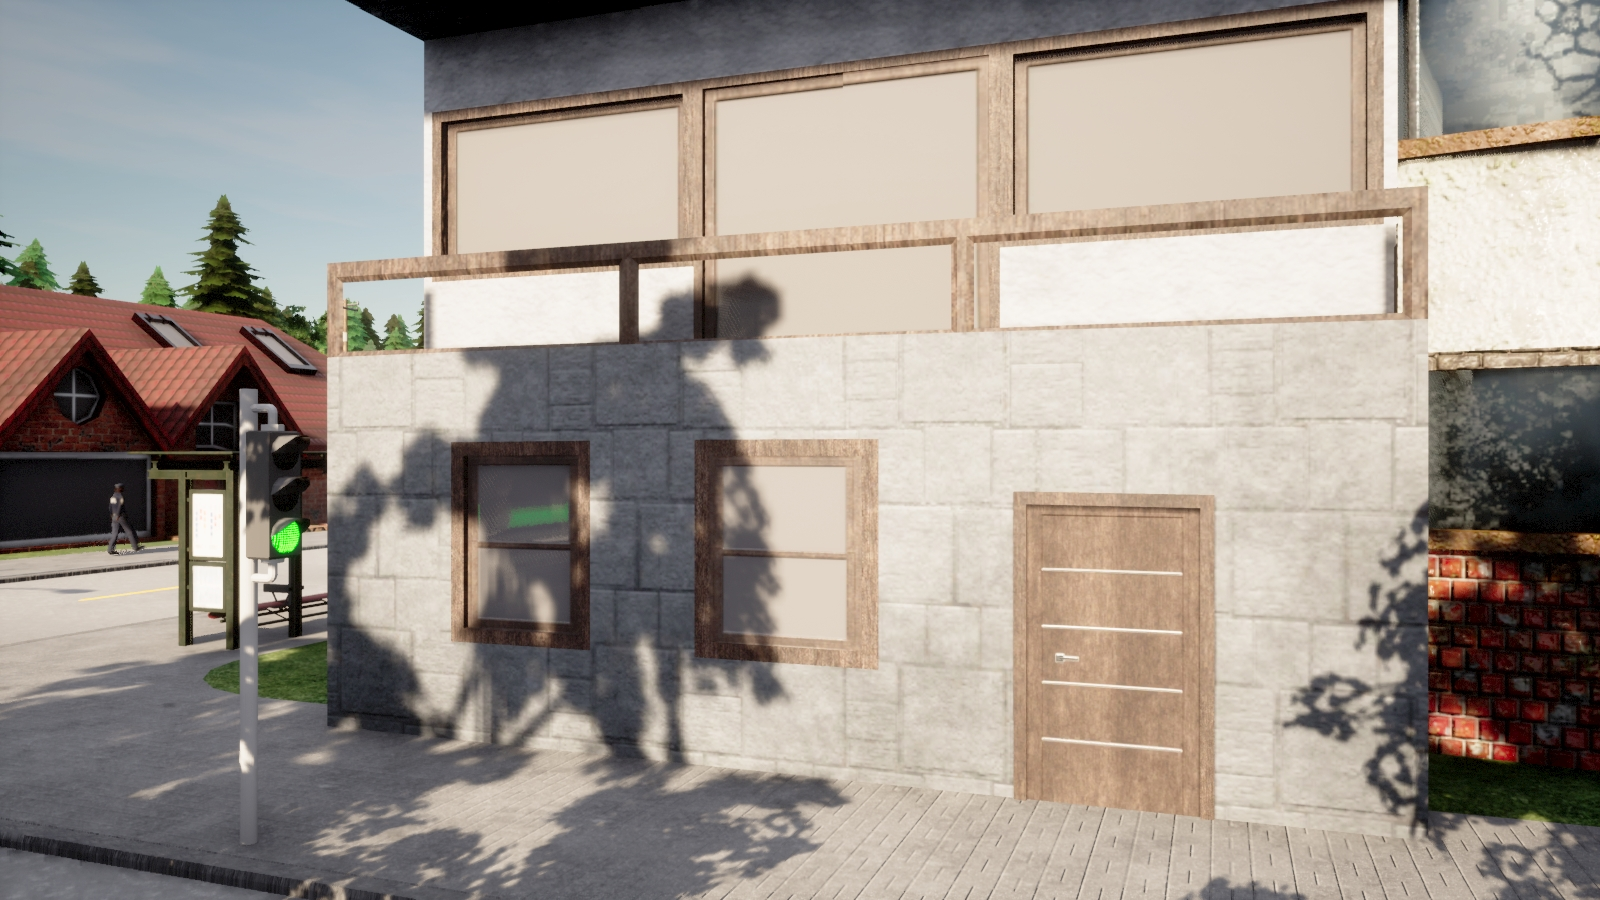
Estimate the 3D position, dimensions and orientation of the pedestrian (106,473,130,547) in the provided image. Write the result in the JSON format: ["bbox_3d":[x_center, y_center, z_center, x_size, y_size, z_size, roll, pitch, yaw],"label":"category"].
[{"bbox_3d":[-17.393,1.524,29.150,0.375,1.860,0.375,0,0,24],"label":"pedestrian"}]
